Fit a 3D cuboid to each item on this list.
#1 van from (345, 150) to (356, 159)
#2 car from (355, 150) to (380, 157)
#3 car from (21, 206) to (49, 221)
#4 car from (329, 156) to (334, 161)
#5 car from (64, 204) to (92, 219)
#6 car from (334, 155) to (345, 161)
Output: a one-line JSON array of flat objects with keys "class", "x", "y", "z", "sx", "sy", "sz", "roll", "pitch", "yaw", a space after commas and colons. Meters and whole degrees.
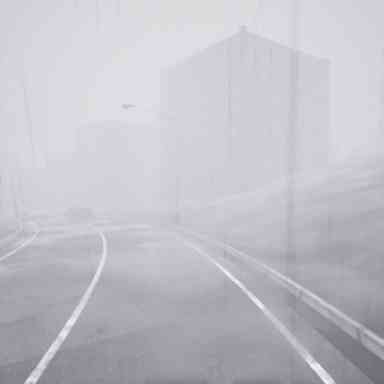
[{"class": "van", "x": 28.582, "y": -6.184, "z": 57.348, "sx": 1.878, "sy": 1.987, "sz": 4.442, "roll": 0, "pitch": 2, "yaw": 6}, {"class": "car", "x": 28.045, "y": -5.801, "z": 51.986, "sx": 2.231, "sy": 1.521, "sz": 4.892, "roll": 0, "pitch": 2, "yaw": 6}, {"class": "car", "x": -16.753, "y": 2.262, "z": 35.319, "sx": 1.812, "sy": 1.442, "sz": 4.674, "roll": -2, "pitch": -1, "yaw": -40}, {"class": "car", "x": 29.691, "y": -6.515, "z": 68.418, "sx": 2.435, "sy": 2.045, "sz": 5.566, "roll": 0, "pitch": 2, "yaw": 6}, {"class": "car", "x": -12.048, "y": 2.045, "z": 35.192, "sx": 1.812, "sy": 1.442, "sz": 4.674, "roll": -2, "pitch": -1, "yaw": -36}, {"class": "car", "x": 29.146, "y": -6.076, "z": 62.967, "sx": 2.002, "sy": 1.452, "sz": 4.674, "roll": 0, "pitch": 2, "yaw": 6}]
